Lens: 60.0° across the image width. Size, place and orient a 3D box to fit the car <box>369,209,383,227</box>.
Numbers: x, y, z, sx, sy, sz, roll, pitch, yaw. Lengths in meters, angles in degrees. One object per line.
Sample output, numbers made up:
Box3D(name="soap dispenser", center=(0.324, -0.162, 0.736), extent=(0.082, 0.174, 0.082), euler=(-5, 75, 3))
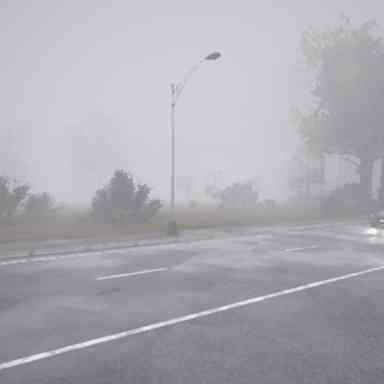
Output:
Box3D(name="car", center=(13.221, 1.565, 21.276), extent=(4.181, 1.385, 1.994), euler=(0, 0, -33))
